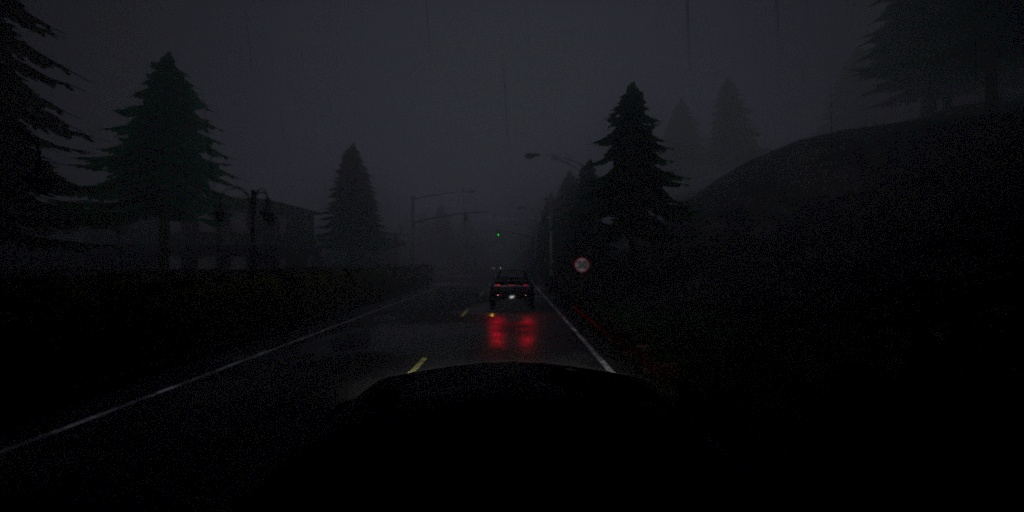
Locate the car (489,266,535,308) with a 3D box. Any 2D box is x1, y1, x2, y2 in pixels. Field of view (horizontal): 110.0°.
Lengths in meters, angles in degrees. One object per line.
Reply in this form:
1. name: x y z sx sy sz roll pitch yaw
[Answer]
1. car: 0.002 1.376 16.147 2.128 1.511 4.902 0 0 0
